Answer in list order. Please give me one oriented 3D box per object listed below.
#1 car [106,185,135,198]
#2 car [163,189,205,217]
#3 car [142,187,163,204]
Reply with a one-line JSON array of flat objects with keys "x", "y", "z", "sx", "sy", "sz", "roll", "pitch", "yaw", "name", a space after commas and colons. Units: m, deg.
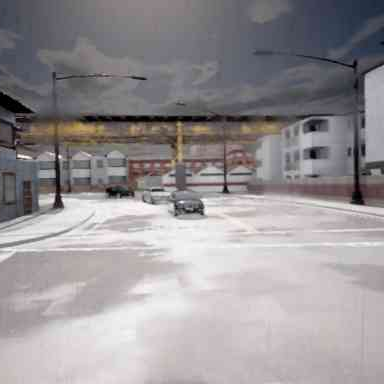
[{"x": -8.657, "y": -0.094, "z": 40.035, "sx": 1.882, "sy": 1.535, "sz": 5.008, "roll": -2, "pitch": 3, "yaw": -38, "name": "car"}, {"x": -0.500, "y": 0.664, "z": 21.458, "sx": 1.837, "sy": 1.490, "sz": 4.892, "roll": -2, "pitch": 2, "yaw": -11, "name": "car"}, {"x": -3.370, "y": 0.277, "z": 31.200, "sx": 1.812, "sy": 1.442, "sz": 4.674, "roll": -2, "pitch": 3, "yaw": -24, "name": "car"}]
